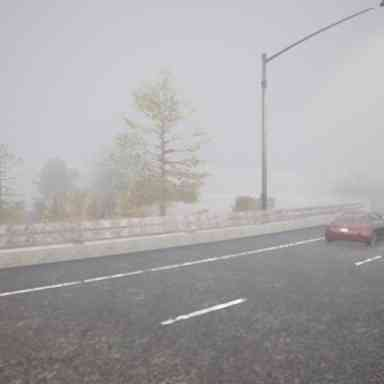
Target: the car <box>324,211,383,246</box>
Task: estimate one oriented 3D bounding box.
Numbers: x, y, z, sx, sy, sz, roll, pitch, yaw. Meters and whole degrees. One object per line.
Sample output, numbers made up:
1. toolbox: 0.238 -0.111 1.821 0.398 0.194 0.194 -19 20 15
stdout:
1. car: 7.851 1.572 15.392 4.181 1.385 1.994 0 0 -44
